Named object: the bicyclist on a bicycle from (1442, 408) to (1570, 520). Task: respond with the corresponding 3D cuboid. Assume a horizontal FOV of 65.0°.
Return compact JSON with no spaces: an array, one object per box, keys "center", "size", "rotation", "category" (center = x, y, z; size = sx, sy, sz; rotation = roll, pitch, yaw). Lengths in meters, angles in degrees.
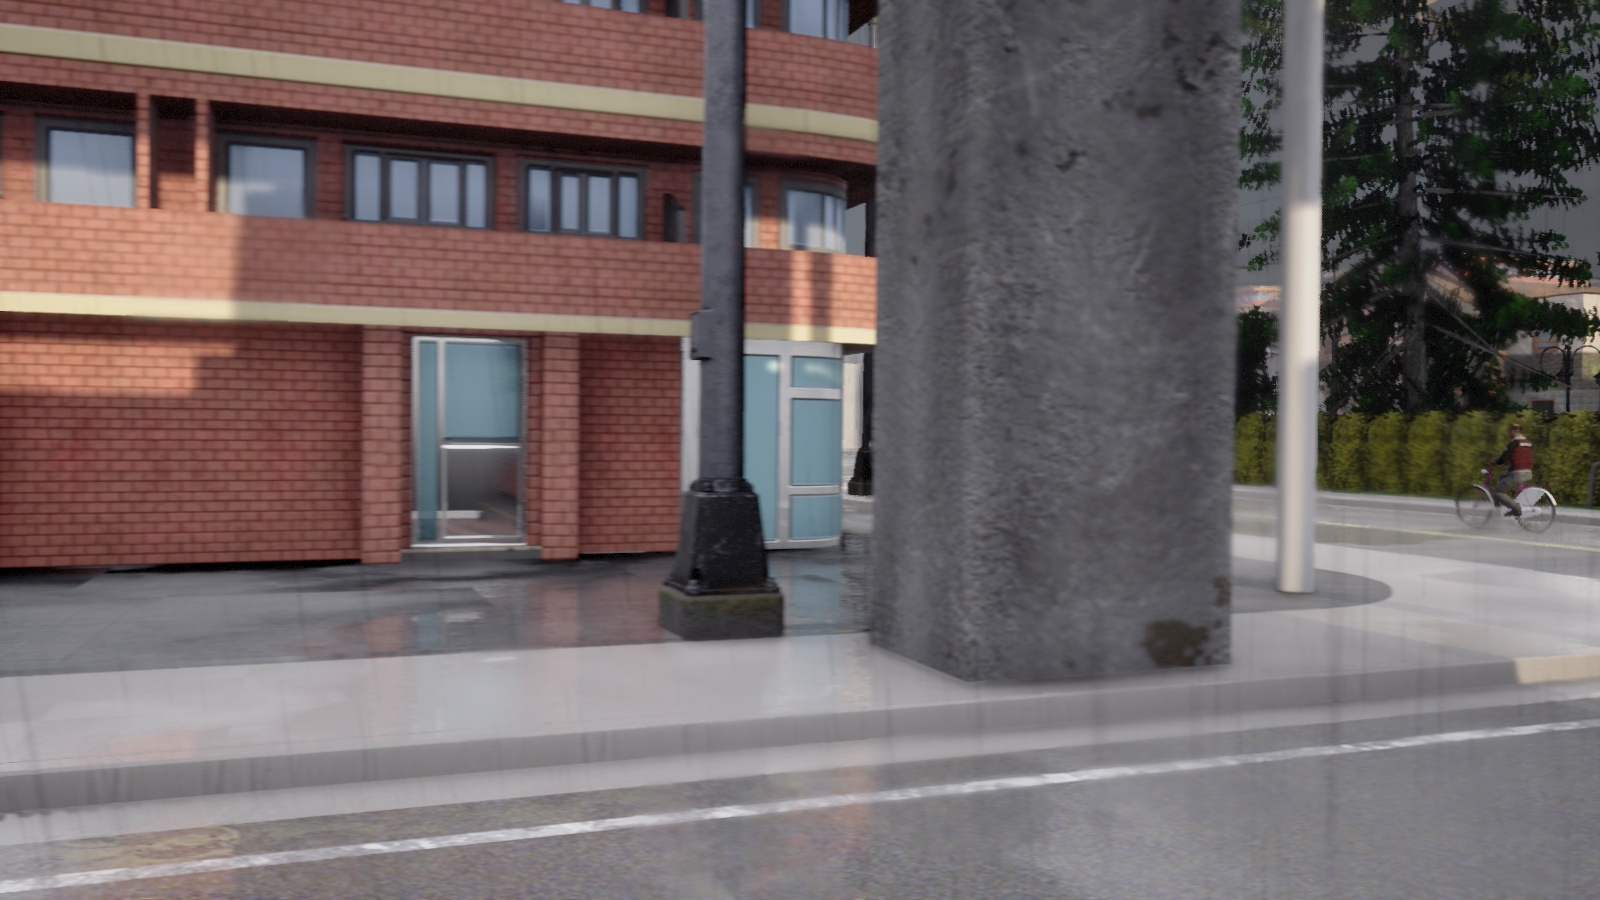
[{"center":[11.629,0.203,20.746],"size":[0.659,1.776,1.843],"rotation":[-1,1,-21],"category":"bicyclist on a bicycle"}]
